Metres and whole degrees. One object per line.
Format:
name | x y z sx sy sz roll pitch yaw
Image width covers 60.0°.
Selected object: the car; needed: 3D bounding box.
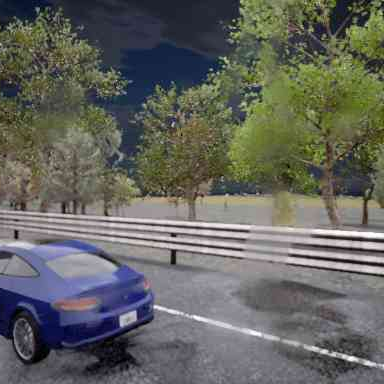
car | -2.723 1.553 5.842 4.674 1.442 1.812 0 0 36
